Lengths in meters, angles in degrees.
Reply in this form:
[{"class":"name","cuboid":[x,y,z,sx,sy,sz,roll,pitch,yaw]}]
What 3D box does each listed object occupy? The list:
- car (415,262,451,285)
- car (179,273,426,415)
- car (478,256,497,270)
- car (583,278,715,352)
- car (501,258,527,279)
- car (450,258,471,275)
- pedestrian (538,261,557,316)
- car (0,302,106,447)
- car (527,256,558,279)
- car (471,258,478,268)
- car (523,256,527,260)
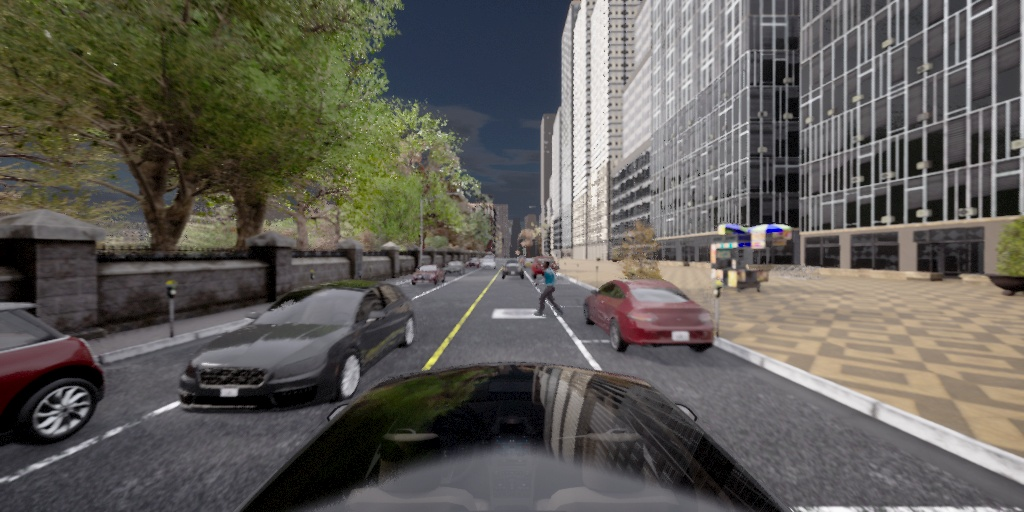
[{"class":"car","cuboid":[-5.684,1.240,24.877,1.802,1.307,4.207,0,0,0]},{"class":"car","cuboid":[-3.099,1.236,6.358,1.837,1.490,4.892,0,0,0]},{"class":"car","cuboid":[-3.067,1.095,47.479,1.812,1.442,4.674,0,0,0]},{"class":"car","cuboid":[3.002,1.248,8.686,1.812,1.442,4.674,0,0,0]},{"class":"car","cuboid":[0.077,1.161,30.574,1.812,1.442,4.674,0,0,0]},{"class":"car","cuboid":[-5.681,1.164,36.142,2.007,1.370,4.403,0,0,0]},{"class":"pedestrian","cuboid":[1.134,1.005,11.425,0.375,1.860,0.375,0,0,-3]},{"class":"car","cuboid":[-5.692,1.187,2.347,1.967,1.591,4.097,0,0,0]},{"class":"car","cuboid":[2.698,0.950,30.506,2.192,1.841,5.009,0,0,0]},{"class":"car","cuboid":[-5.675,0.988,53.038,1.967,1.591,4.097,0,0,0]},{"class":"car","cuboid":[2.705,1.073,53.205,1.751,1.417,4.829,0,0,0]}]
